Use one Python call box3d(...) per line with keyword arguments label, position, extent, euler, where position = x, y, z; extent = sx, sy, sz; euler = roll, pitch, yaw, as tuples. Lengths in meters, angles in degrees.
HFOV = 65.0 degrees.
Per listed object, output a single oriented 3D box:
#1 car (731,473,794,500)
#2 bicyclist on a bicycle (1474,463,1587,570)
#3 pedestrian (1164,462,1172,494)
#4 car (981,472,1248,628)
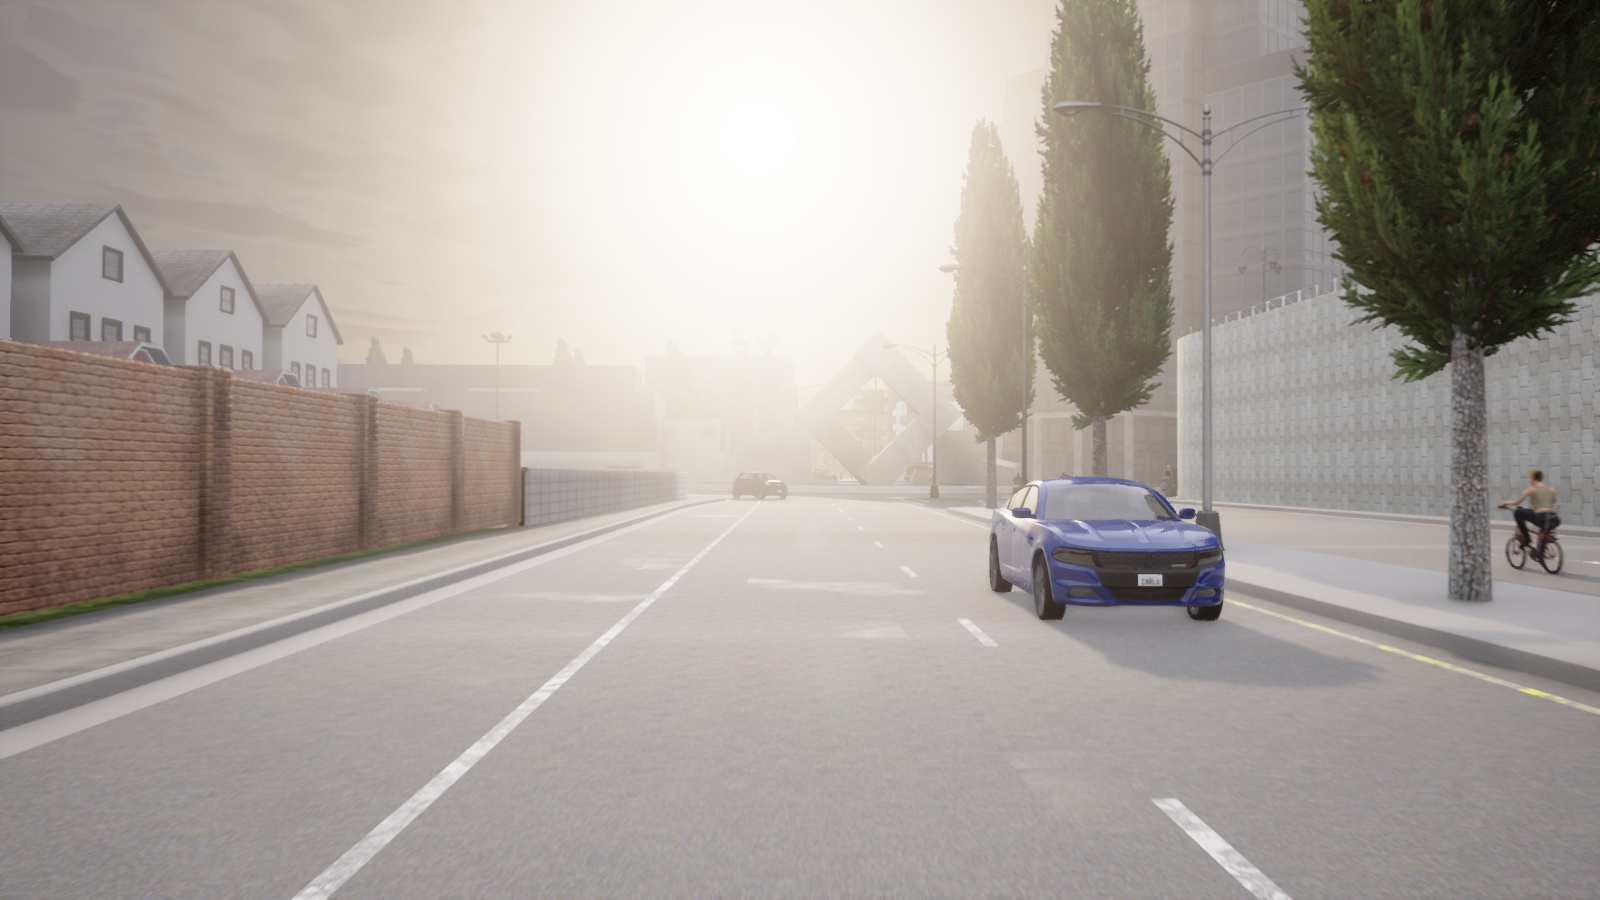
box3d(label="car", position=(-2.115, 2.011, 70.117), extent=(1.845, 1.501, 3.633), euler=(1, -1, -36))
box3d(label="bicyclist on a bicycle", position=(11.439, 1.013, 19.722), extent=(0.866, 1.612, 1.509), euler=(-1, -1, 0))
box3d(label="pedestrian", position=(20.775, 1.573, 70.879), extent=(0.345, 1.836, 0.594), euler=(-1, -1, 28))
box3d(label="car", position=(3.464, 1.028, 14.897), extent=(1.882, 1.535, 5.008), euler=(0, -1, 0))
